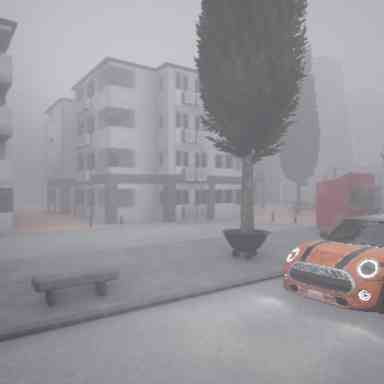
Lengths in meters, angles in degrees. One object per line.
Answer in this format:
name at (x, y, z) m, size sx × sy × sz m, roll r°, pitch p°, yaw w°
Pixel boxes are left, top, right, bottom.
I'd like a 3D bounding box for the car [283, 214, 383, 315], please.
car at (4.161, 1.334, 7.570) m, size 4.553 × 1.767 × 2.097 m, roll 0°, pitch 0°, yaw -35°
